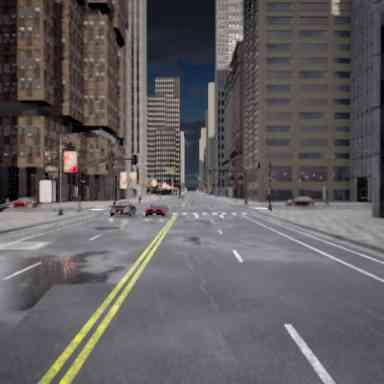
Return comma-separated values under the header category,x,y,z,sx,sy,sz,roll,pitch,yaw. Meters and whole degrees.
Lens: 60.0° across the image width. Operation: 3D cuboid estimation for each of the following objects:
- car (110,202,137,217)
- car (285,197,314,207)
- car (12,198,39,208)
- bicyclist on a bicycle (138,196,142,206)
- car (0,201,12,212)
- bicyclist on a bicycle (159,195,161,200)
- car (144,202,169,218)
category,x,y,z,sx,sy,sz,roll,pitch,yaw
car,-6.503,1.624,31.847,1.994,1.385,4.181,0,0,0
car,16.681,1.442,51.741,4.097,1.590,1.967,0,1,0
car,-24.731,1.541,48.613,4.097,1.590,1.967,0,1,0
bicyclist on a bicycle,-8.747,1.465,55.585,0.659,1.776,1.843,0,-1,0
car,-24.728,1.774,40.090,4.313,1.339,1.947,0,1,0
bicyclist on a bicycle,-8.746,1.533,90.859,0.659,1.776,1.843,0,0,0
car,-3.257,1.658,31.204,1.895,1.301,4.718,0,0,0
